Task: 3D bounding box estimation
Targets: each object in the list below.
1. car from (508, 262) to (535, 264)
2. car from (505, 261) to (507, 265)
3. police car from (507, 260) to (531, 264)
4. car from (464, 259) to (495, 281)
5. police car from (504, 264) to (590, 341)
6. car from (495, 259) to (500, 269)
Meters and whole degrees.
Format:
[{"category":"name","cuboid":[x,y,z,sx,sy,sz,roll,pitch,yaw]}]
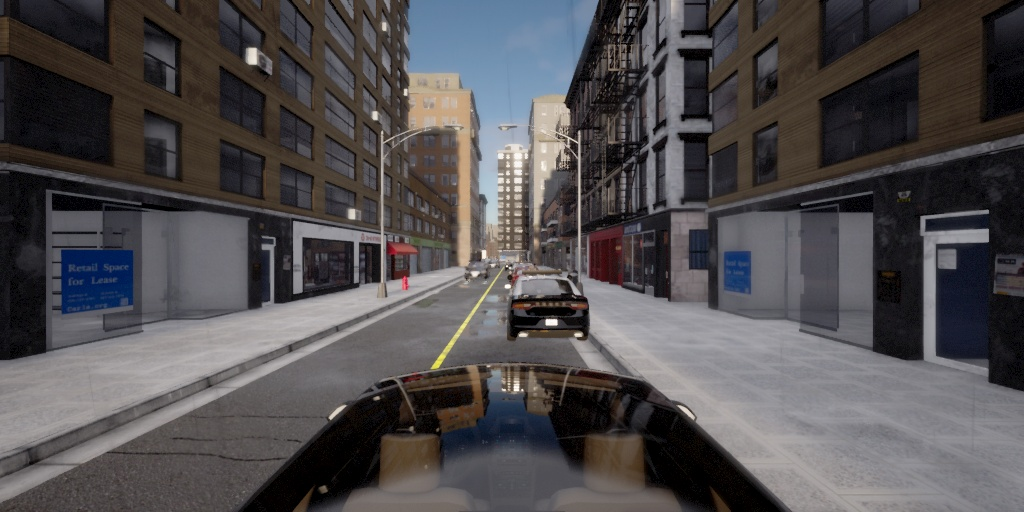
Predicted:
[{"category":"car","cuboid":[0.810,1.272,19.923,1.812,1.442,4.674,0,0,0]},{"category":"car","cuboid":[0.003,1.341,47.863,1.895,1.301,4.718,0,0,1]},{"category":"police car","cuboid":[0.804,1.169,26.033,1.930,1.638,5.238,0,0,0]},{"category":"car","cuboid":[-2.874,1.234,30.273,2.128,1.511,4.902,0,0,0]},{"category":"police car","cuboid":[0.819,1.174,10.033,1.930,1.638,5.238,0,0,0]},{"category":"car","cuboid":[-2.798,1.232,55.877,2.128,1.511,4.902,0,0,0]}]
